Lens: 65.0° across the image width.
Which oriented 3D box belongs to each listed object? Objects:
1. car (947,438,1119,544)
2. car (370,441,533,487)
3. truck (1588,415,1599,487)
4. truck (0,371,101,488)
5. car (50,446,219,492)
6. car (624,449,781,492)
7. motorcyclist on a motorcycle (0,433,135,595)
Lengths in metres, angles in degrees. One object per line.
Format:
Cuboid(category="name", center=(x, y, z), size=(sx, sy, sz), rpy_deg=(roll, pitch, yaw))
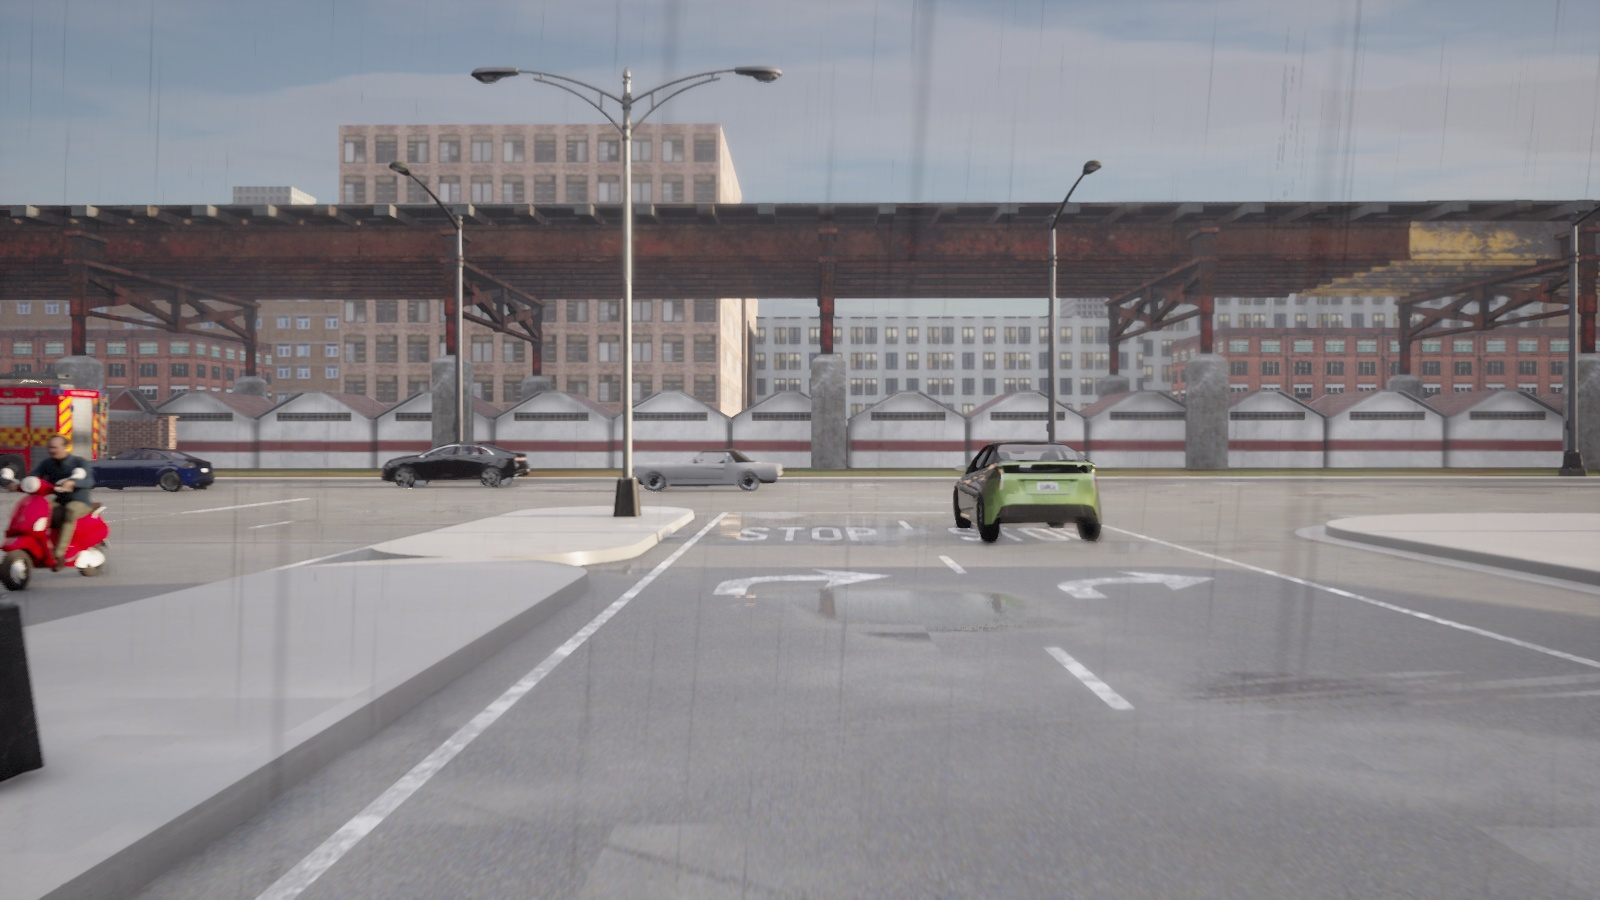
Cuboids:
Cuboid(category="car", center=(3.643, 0.581, 20.453), size=(2.007, 1.525, 4.514), rpy_deg=(0, 0, 1))
Cuboid(category="car", center=(-11.725, 0.454, 42.481), size=(4.902, 1.511, 2.128), rpy_deg=(0, 0, 1))
Cuboid(category="truck", center=(29.845, 0.047, 42.082), size=(5.204, 2.467, 2.627), rpy_deg=(0, 0, 1))
Cuboid(category="truck", center=(-28.782, -0.682, 42.638), size=(8.468, 3.827, 2.891), rpy_deg=(0, 0, 1))
Cuboid(category="car", center=(-20.637, 0.573, 39.067), size=(4.181, 1.385, 1.994), rpy_deg=(0, 0, 1))
Cuboid(category="car", center=(-2.959, 0.625, 38.899), size=(4.718, 1.301, 1.895), rpy_deg=(0, 0, 1))
Cuboid(category="motorcyclist on a motorcycle", center=(-7.909, 0.619, 13.201), size=(0.866, 1.590, 1.817), rpy_deg=(0, 0, 0))
